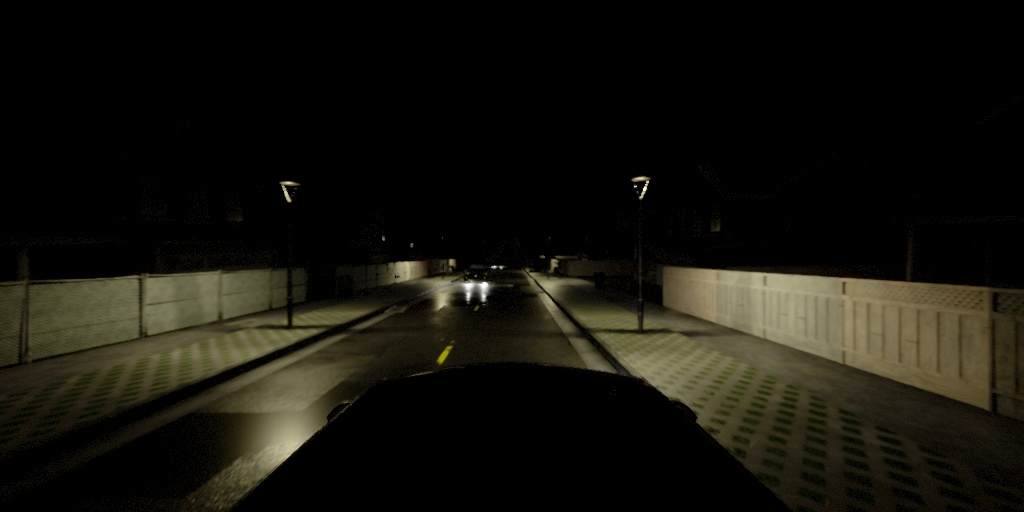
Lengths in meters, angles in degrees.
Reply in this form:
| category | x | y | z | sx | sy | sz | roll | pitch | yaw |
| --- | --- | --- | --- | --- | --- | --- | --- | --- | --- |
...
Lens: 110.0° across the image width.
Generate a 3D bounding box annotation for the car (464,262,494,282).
| category | x | y | z | sx | sy | sz | roll | pitch | yaw |
| --- | --- | --- | --- | --- | --- | --- | --- | --- | --- |
| car | -2.856 | 1.391 | 30.255 | 1.994 | 1.385 | 4.181 | 0 | 0 | 0 |
